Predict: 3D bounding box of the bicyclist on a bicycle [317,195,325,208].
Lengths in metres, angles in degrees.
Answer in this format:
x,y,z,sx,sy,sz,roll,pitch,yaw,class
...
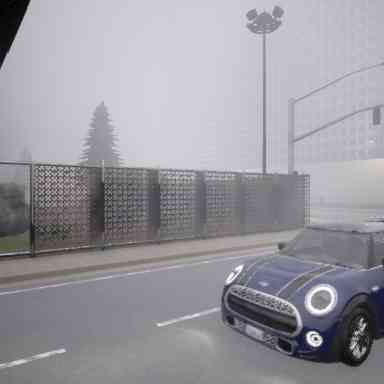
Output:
x,y,z,sx,sy,sz,roll,pitch,yaw,class
16.614,1.245,42.838,1.656,1.620,0.582,0,0,-35,bicyclist on a bicycle

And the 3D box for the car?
x,y,z,sx,sy,sz,roll,pitch,yaw,class
2.690,1.352,5.913,4.553,1.767,2.097,0,0,-36,car
